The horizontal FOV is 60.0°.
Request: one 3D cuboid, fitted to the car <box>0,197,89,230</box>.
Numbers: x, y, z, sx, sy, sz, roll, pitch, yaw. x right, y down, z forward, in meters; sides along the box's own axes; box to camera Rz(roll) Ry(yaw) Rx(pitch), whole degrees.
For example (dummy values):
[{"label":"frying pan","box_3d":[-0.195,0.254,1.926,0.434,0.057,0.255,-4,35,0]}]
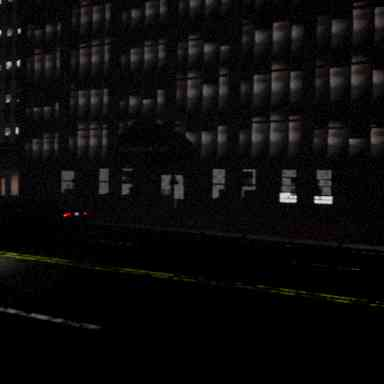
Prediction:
[{"label":"car","box_3d":[-7.626,0.944,16.130,5.357,1.411,2.033,3,1,20]}]
